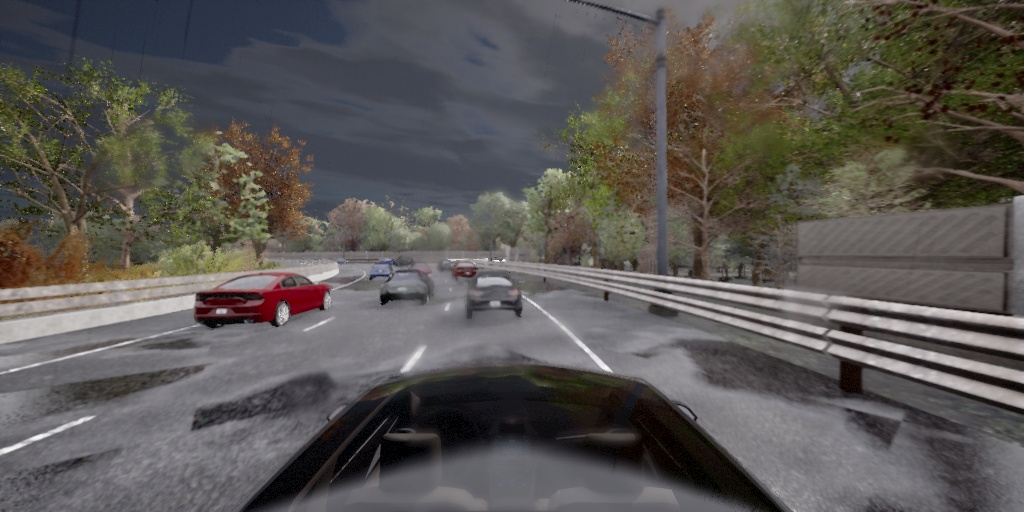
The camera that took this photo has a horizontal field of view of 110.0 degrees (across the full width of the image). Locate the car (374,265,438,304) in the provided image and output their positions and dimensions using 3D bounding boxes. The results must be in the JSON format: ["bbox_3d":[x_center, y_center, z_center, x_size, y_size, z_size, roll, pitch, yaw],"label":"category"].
[{"bbox_3d":[-4.679,1.317,16.429,1.994,1.385,4.181,0,0,-8],"label":"car"}]

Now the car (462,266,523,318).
[{"bbox_3d":[-0.699,1.264,12.979,1.812,1.442,4.674,0,0,-5],"label":"car"}]

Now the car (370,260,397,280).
[{"bbox_3d":[-11.460,1.312,31.626,2.033,1.411,5.357,0,0,-17],"label":"car"}]

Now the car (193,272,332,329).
[{"bbox_3d":[-7.574,1.251,11.534,1.882,1.535,5.008,0,0,-5],"label":"car"}]

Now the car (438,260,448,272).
[{"bbox_3d":[-8.303,1.256,45.227,1.812,1.442,4.674,0,0,-17],"label":"car"}]

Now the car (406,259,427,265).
[{"bbox_3d":[-9.062,1.312,35.284,1.994,1.385,4.181,0,0,-18],"label":"car"}]

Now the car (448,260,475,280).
[{"bbox_3d":[-4.119,1.208,30.740,1.882,1.535,5.008,0,0,-15],"label":"car"}]
